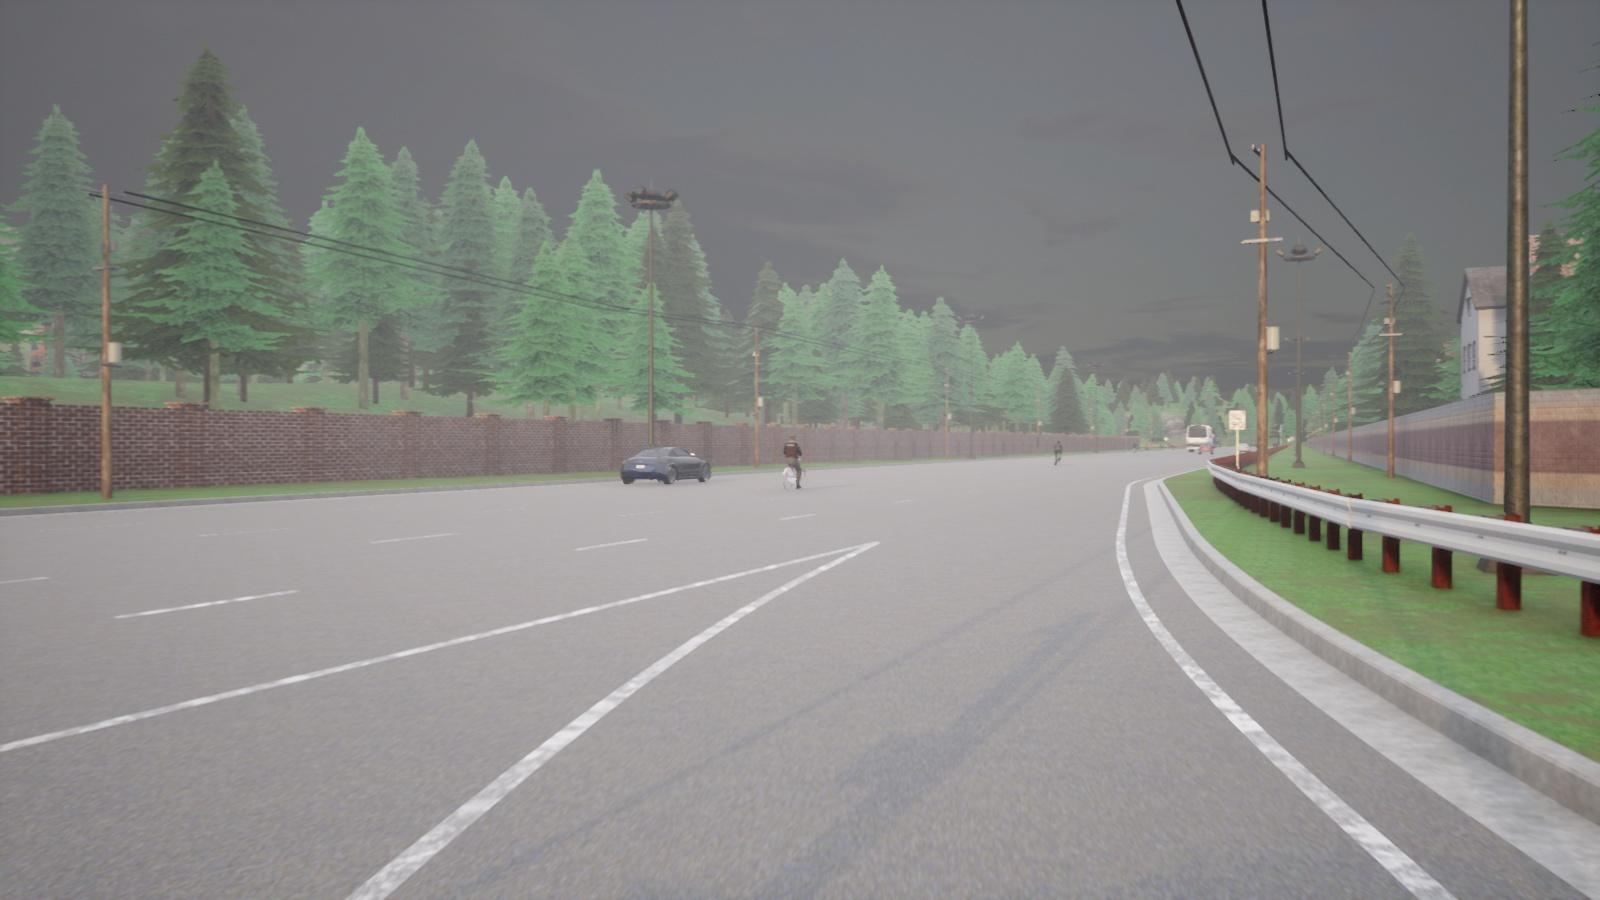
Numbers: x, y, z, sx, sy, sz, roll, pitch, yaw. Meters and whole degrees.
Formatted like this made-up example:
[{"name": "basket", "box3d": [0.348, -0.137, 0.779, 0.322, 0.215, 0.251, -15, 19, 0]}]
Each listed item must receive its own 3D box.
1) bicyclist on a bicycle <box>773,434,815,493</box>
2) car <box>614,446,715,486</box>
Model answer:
[{"name": "bicyclist on a bicycle", "box3d": [-0.177, 0.396, 39.144, 0.659, 1.776, 1.843, 0, 1, 22]}, {"name": "car", "box3d": [-4.916, 0.542, 46.173, 1.994, 1.385, 4.181, 0, 0, 22]}]
